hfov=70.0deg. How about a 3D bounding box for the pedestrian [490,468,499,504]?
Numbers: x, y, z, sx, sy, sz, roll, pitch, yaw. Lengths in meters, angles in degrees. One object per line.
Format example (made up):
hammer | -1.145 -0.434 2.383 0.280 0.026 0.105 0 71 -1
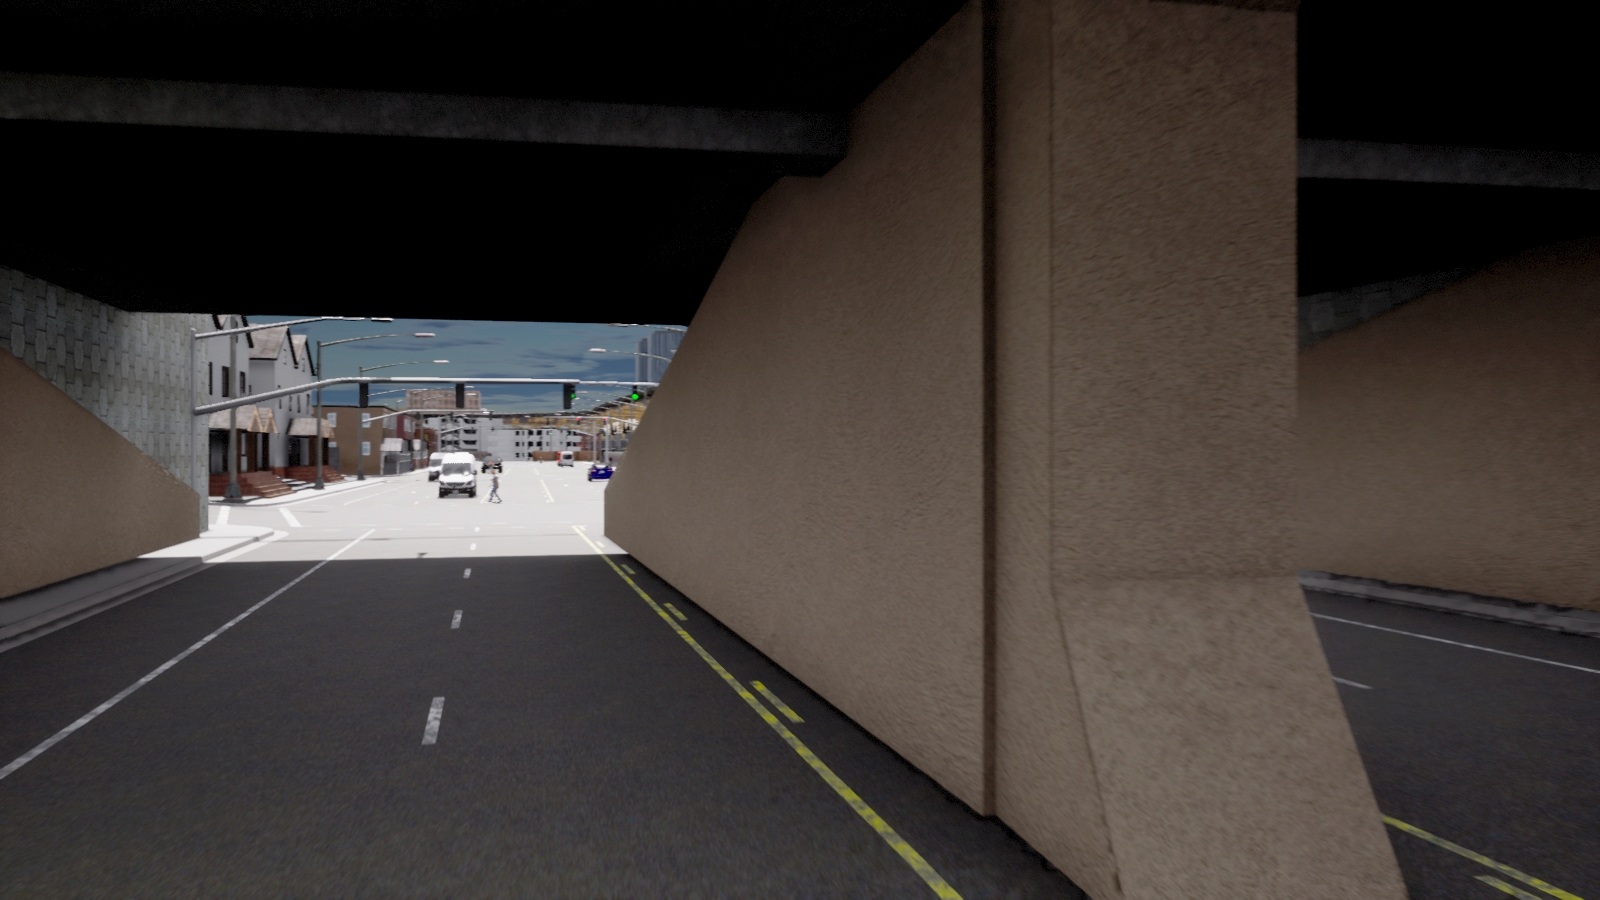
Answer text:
pedestrian | -16.039 1.871 60.015 0.375 1.860 0.375 0 0 -26

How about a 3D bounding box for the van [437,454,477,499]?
van | -20.611 1.546 68.914 1.988 2.561 5.915 0 0 -14
